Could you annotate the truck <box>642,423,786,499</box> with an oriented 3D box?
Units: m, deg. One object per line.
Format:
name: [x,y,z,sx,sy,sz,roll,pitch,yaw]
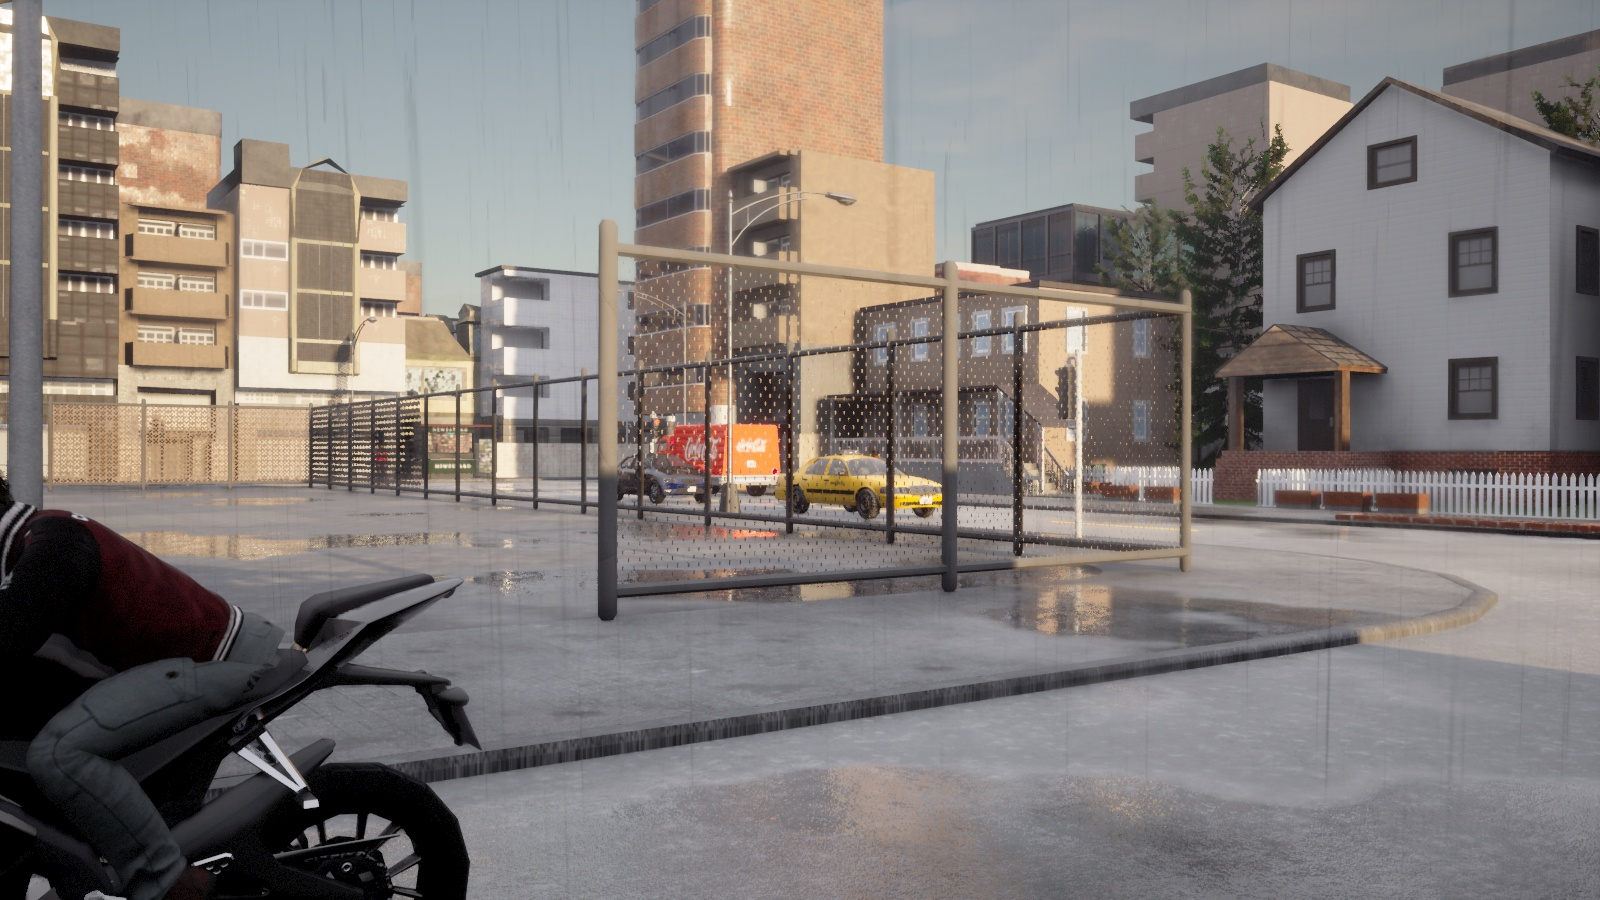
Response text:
truck: [-3.058,0.369,43.427,2.627,2.467,5.204,0,0,-36]

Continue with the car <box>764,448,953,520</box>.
car: [1.265,0.755,30.184,1.801,1.575,5.366,0,0,-32]

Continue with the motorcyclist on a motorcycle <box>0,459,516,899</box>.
motorcyclist on a motorcycle: [-1.876,0.791,2.956,2.191,1.530,0.866,0,0,-34]

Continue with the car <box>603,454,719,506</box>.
car: [-4.275,0.861,38.159,1.816,1.474,4.193,0,0,-33]
